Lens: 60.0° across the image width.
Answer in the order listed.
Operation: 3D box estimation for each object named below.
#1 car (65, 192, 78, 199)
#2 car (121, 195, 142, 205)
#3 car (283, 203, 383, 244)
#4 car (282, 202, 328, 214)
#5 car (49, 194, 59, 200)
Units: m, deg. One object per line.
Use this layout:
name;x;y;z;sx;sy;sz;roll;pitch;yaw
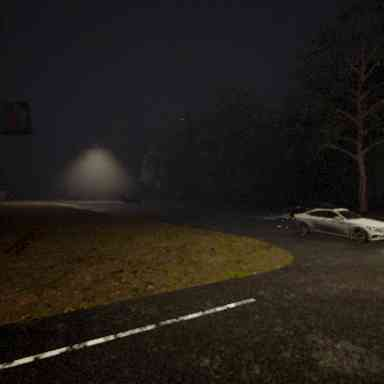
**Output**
car;-29.778;0.820;82.260;2.097;1.767;4.553;0;0;-34
car;-9.634;1.196;52.585;2.128;1.511;4.902;0;0;-34
car;6.913;1.488;15.832;1.812;1.442;4.674;0;1;-35
car;9.033;1.442;25.101;1.812;1.442;4.674;0;0;-34
car;-30.982;1.043;74.755;2.033;1.411;5.357;0;0;-27
